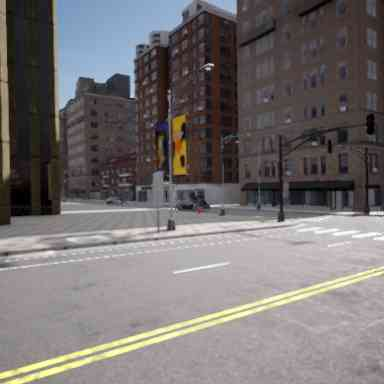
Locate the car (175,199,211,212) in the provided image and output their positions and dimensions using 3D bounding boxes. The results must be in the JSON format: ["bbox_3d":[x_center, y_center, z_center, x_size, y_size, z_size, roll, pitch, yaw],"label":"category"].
[{"bbox_3d":[0.018,1.587,39.330,2.033,1.411,5.357,-1,1,-35],"label":"car"}]

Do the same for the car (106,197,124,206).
[{"bbox_3d":[-13.656,1.617,58.871,2.128,1.511,4.902,-1,0,-35],"label":"car"}]
